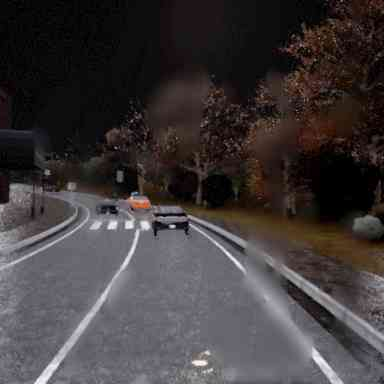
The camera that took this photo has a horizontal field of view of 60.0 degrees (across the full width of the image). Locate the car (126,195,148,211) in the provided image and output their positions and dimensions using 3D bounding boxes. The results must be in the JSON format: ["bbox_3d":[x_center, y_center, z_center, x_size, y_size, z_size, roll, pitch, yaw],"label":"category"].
[{"bbox_3d":[-5.893,1.094,36.208,2.097,1.767,4.553,1,1,-19],"label":"car"}]

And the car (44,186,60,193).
[{"bbox_3d":[-27.727,-0.499,65.801,1.895,1.301,4.718,2,2,-41],"label":"car"}]

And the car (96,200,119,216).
[{"bbox_3d":[-7.623,1.394,29.866,1.895,1.301,4.718,1,1,-17],"label":"car"}]

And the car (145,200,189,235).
[{"bbox_3d":[-1.325,1.446,18.582,2.128,1.511,4.902,0,0,-9],"label":"car"}]
